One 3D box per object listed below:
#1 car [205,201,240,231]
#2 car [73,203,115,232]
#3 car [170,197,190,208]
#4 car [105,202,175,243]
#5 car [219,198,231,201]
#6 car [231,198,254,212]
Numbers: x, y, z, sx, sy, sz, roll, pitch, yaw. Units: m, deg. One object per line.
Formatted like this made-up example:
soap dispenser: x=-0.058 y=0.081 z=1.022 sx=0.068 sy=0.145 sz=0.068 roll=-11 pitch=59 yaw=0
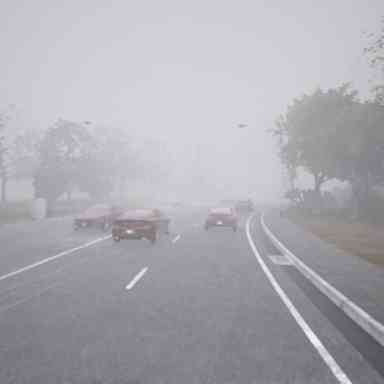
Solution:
car: x=1.896 y=1.551 z=20.842 sx=1.812 sy=1.442 sz=4.674 roll=0 pitch=0 yaw=9
car: x=-5.451 y=1.473 z=20.386 sx=1.882 sy=1.535 sz=5.008 roll=0 pitch=0 yaw=8
car: x=-1.793 y=1.528 z=49.722 sx=1.837 sy=1.490 sz=4.892 roll=0 pitch=-1 yaw=20
car: x=-2.296 y=1.483 z=16.139 sx=1.882 sy=1.535 sz=5.008 roll=0 pitch=0 yaw=6
car: x=6.392 y=1.671 z=60.775 sx=1.895 sy=1.301 sz=4.718 roll=0 pitch=0 yaw=25
car: x=6.550 y=1.552 z=40.984 sx=2.128 sy=1.511 sz=4.902 roll=0 pitch=0 yaw=17
